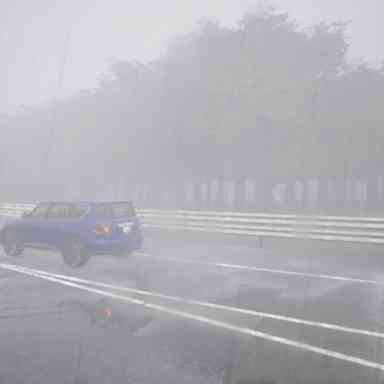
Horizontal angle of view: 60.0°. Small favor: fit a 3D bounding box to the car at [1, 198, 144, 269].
[{"bbox_3d":[-4.213,1.227,11.427,5.566,2.045,2.150,0,0,32],"label":"car"}]
